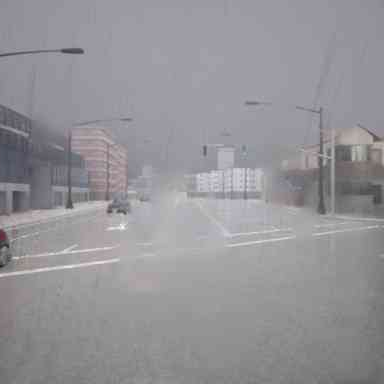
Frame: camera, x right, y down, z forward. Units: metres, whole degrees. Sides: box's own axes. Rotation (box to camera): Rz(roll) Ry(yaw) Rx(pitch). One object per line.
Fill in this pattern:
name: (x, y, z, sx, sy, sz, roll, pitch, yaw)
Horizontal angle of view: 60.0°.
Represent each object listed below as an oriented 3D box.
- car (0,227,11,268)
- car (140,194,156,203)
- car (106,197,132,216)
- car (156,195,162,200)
car: (-6.559, 1.368, 8.269, 2.097, 1.767, 4.553, 0, 0, -2)
car: (-7.897, 1.078, 57.598, 2.128, 1.511, 4.902, 0, 1, -2)
car: (-7.239, 1.514, 33.294, 2.128, 1.511, 4.902, 0, 1, -2)
car: (-8.579, 1.352, 82.706, 1.895, 1.301, 4.718, 0, -1, -2)
